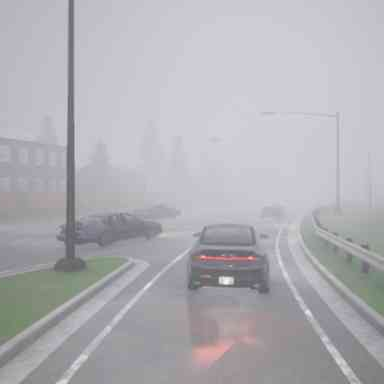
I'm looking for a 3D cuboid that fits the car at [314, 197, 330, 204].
[{"bbox_3d":[31.658,2.118,80.678,1.882,1.535,5.008,0,-1,31],"label":"car"}]

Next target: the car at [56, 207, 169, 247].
[{"bbox_3d":[-3.641,1.666,15.711,2.033,1.411,5.357,0,-1,33],"label":"car"}]

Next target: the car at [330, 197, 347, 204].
[{"bbox_3d":[34.850,1.987,79.191,2.097,1.767,4.553,0,-1,31],"label":"car"}]

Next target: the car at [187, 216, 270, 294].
[{"bbox_3d":[1.028,1.574,9.076,1.837,1.490,4.892,0,-1,8],"label":"car"}]

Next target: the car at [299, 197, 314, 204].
[{"bbox_3d":[28.869,2.010,82.828,2.097,1.767,4.553,0,-1,31],"label":"car"}]

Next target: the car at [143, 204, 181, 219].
[{"bbox_3d":[-3.097,1.776,30.071,2.033,1.411,5.357,0,0,31],"label":"car"}]

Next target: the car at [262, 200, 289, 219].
[{"bbox_3d":[8.008,1.780,32.411,1.812,1.442,4.674,0,-1,23],"label":"car"}]

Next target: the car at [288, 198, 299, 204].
[{"bbox_3d":[25.677,2.141,84.315,1.882,1.535,5.008,0,-1,31],"label":"car"}]
